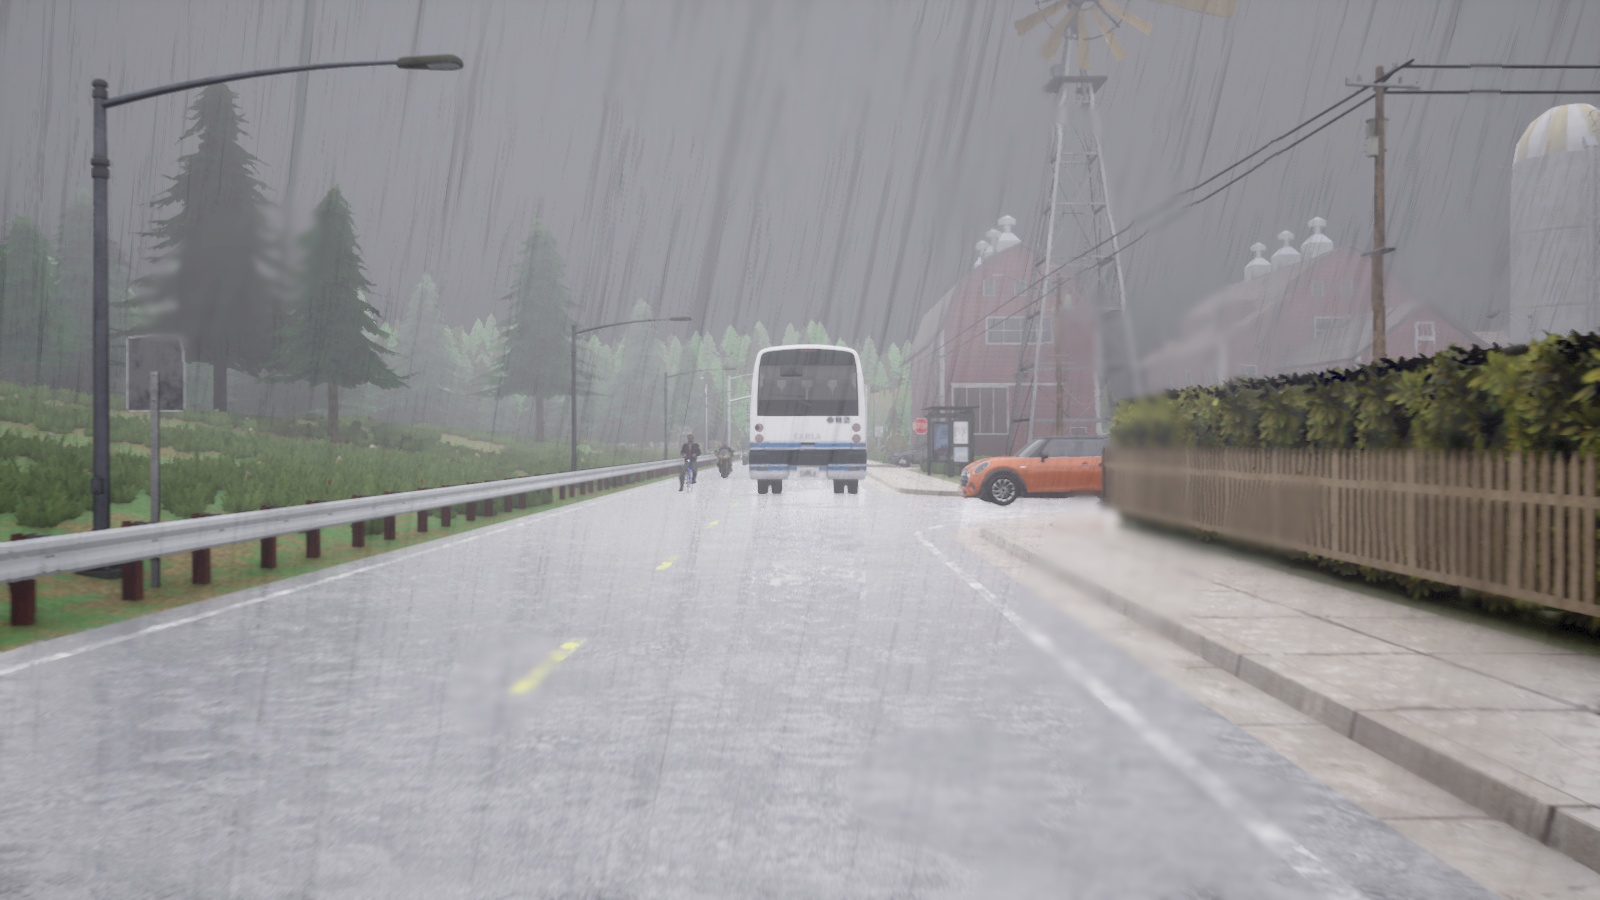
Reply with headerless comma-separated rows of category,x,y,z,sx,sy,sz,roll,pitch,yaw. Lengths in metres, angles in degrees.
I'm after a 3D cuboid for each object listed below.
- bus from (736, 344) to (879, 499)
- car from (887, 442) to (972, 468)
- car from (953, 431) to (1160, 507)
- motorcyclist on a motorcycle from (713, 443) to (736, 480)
bus,0.242,-0.854,39.775,3.944,4.253,10.273,0,1,0
car,7.532,0.294,73.427,4.902,1.511,2.128,0,0,5
car,6.103,0.438,30.328,4.553,1.767,2.097,0,0,-1
motorcyclist on a motorcycle,-3.183,0.479,53.114,0.866,1.530,2.191,0,0,0
